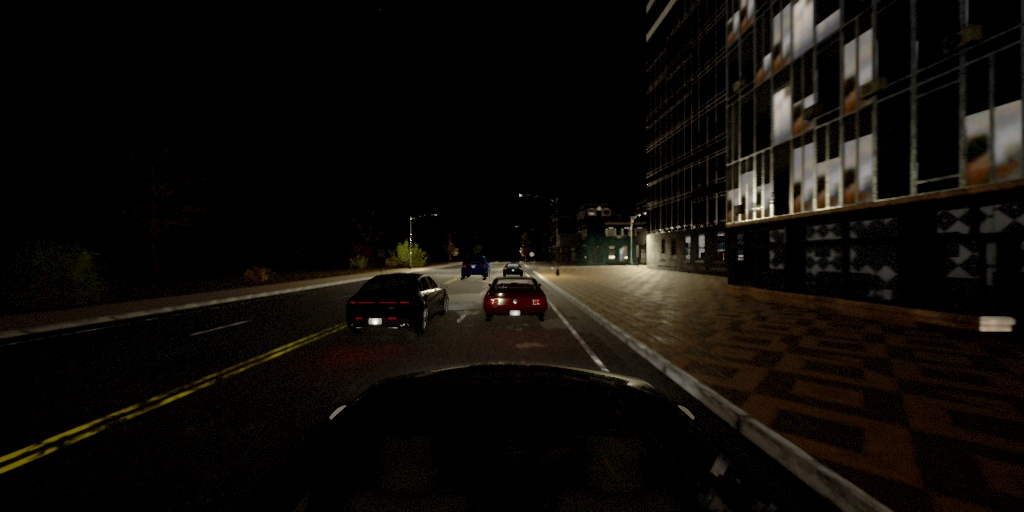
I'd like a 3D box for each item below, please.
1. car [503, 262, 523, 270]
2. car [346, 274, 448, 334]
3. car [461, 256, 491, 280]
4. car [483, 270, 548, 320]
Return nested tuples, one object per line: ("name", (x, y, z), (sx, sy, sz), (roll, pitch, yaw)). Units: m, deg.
("car", (0.103, 1.325, 35.926), (1.994, 1.385, 4.181), (0, 0, 0))
("car", (-3.151, 1.258, 10.679), (1.837, 1.490, 4.892), (0, 0, 0))
("car", (-3.148, 0.981, 31.760), (2.150, 2.045, 5.566), (0, 0, 0))
("car", (0.099, 1.355, 12.555), (1.895, 1.301, 4.718), (0, 0, 0))
